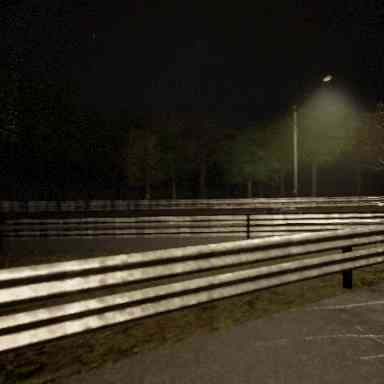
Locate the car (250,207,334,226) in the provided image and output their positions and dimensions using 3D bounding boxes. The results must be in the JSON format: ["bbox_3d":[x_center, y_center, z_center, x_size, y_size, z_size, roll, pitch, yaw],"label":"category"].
[{"bbox_3d":[5.807,1.562,19.680,4.718,1.301,1.895,-1,1,-3],"label":"car"}]
